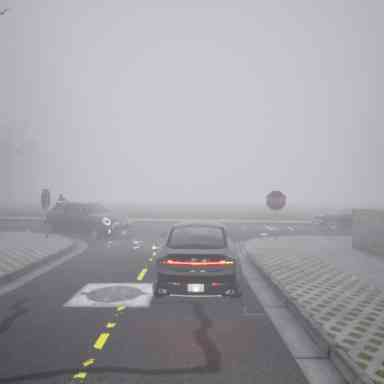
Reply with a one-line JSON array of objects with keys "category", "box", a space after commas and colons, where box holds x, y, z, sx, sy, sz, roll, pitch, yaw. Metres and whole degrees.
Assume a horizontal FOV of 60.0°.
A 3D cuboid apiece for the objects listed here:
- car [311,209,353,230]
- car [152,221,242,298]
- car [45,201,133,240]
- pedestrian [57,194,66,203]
[{"category": "car", "box": [10.344, 1.755, 21.726, 4.718, 1.301, 1.895, 1, 0, -1]}, {"category": "car", "box": [0.176, 1.503, 8.500, 1.837, 1.490, 4.892, 0, 0, 3]}, {"category": "car", "box": [-5.208, 1.312, 16.808, 4.553, 1.767, 2.097, 1, 1, 27]}, {"category": "pedestrian", "box": [-9.685, 0.997, 24.504, 0.375, 1.860, 0.375, 0, -1, 0]}]
